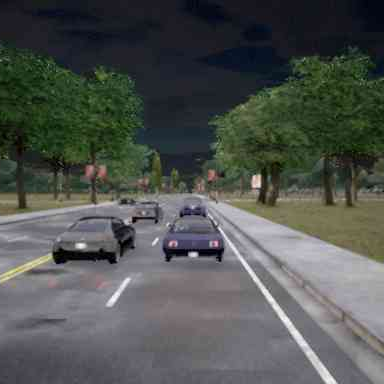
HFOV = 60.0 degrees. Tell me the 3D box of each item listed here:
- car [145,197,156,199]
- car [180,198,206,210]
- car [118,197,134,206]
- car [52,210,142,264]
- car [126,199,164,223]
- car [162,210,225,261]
[{"bbox_3d":[-6.554,1.467,52.301,1.895,1.301,4.718,0,0,0],"label":"car"},{"bbox_3d":[0.072,1.260,28.207,2.097,1.767,4.553,0,0,0],"label":"car"},{"bbox_3d":[-9.815,1.432,50.323,1.994,1.385,4.181,0,0,0],"label":"car"},{"bbox_3d":[-3.187,1.521,11.619,1.994,1.385,4.181,0,0,0],"label":"car"},{"bbox_3d":[-3.203,1.466,24.726,2.033,1.411,5.357,0,0,1],"label":"car"},{"bbox_3d":[0.065,1.558,12.071,1.895,1.301,4.718,0,0,0],"label":"car"}]
